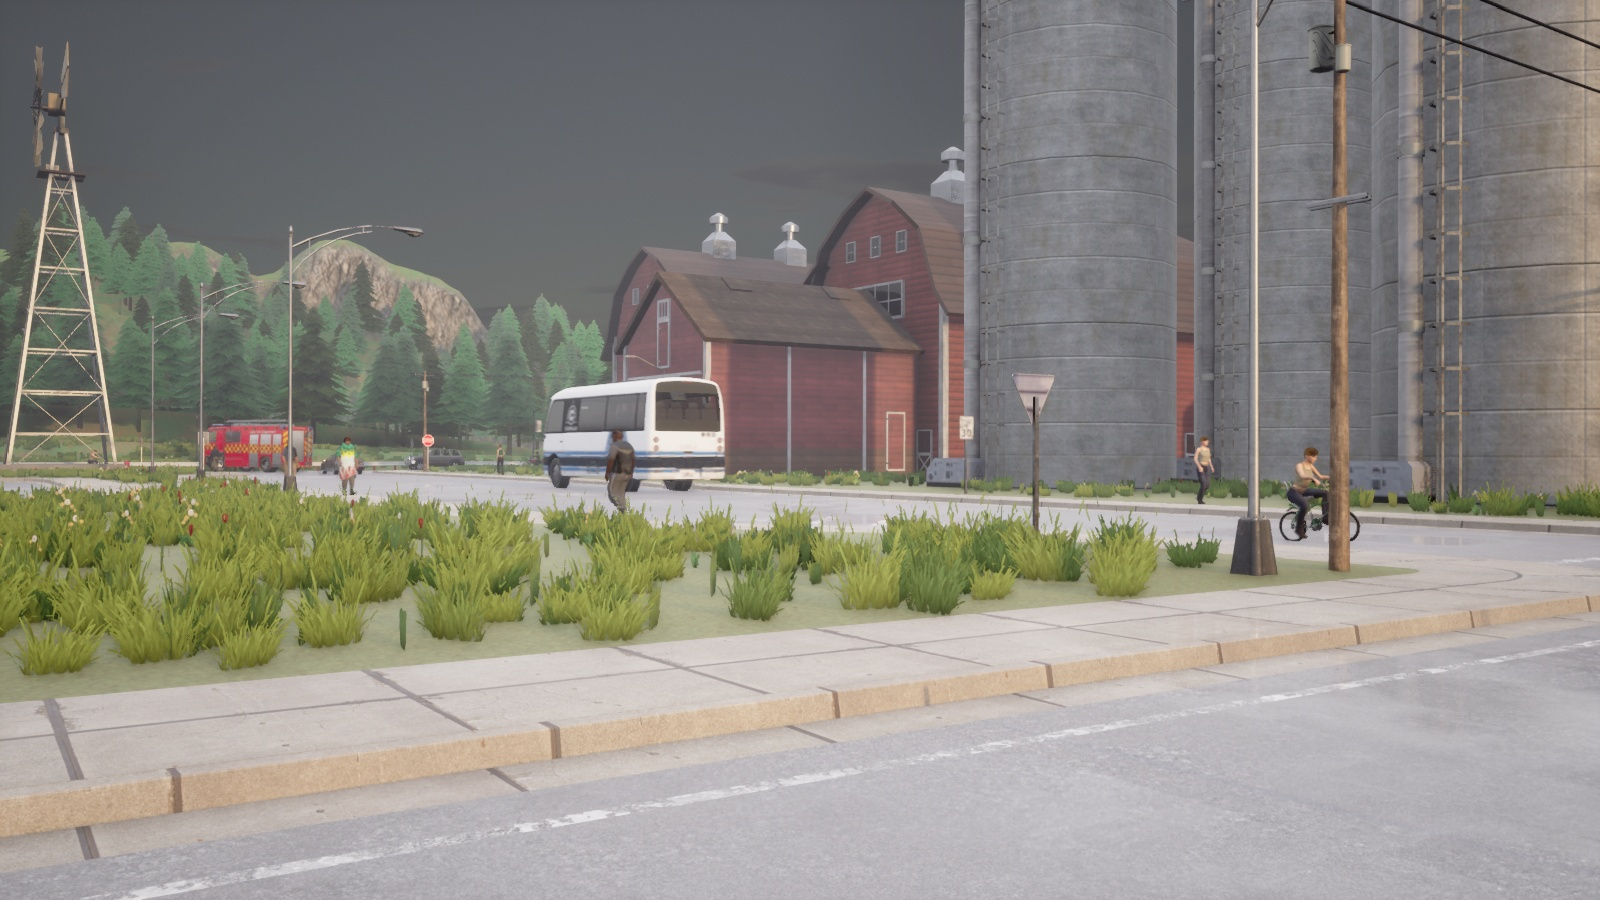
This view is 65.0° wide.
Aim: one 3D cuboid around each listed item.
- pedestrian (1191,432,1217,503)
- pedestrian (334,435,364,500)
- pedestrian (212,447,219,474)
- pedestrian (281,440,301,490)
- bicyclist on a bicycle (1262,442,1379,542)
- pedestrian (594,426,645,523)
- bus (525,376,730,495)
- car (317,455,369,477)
[{"bbox_3d":[10.598,0.458,32.962,0.345,1.836,0.594,0,0,-26],"label":"pedestrian"},{"bbox_3d":[-13.788,0.523,38.378,0.659,1.952,0.873,0,0,-36],"label":"pedestrian"},{"bbox_3d":[-38.910,0.687,83.602,0.370,1.835,0.726,0,0,-29],"label":"pedestrian"},{"bbox_3d":[-18.860,0.554,46.504,0.540,1.848,0.694,0,0,-35],"label":"pedestrian"},{"bbox_3d":[8.717,0.712,21.071,0.866,1.612,1.509,0,-3,-35],"label":"bicyclist on a bicycle"},{"bbox_3d":[-3.562,0.468,24.821,0.849,1.883,0.563,0,0,39],"label":"pedestrian"},{"bbox_3d":[-7.164,-0.493,50.311,3.944,4.253,10.273,0,0,-35],"label":"bus"},{"bbox_3d":[-30.878,1.065,84.766,2.033,1.411,5.357,0,0,-34],"label":"car"}]
